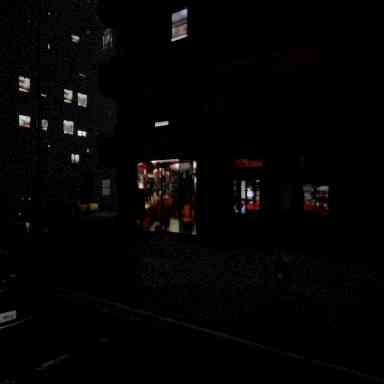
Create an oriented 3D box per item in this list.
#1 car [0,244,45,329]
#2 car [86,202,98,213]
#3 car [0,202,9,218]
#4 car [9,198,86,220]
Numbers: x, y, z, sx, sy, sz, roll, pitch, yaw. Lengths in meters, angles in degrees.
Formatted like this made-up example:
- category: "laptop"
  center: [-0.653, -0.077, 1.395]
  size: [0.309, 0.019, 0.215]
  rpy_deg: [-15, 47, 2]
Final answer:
- category: "car"
  center: [-4.426, 1.556, 6.033]
  size: [4.403, 1.369, 2.008]
  rpy_deg: [0, 0, 36]
- category: "car"
  center: [-10.894, 1.268, 30.470]
  size: [1.752, 1.417, 4.829]
  rpy_deg: [1, 1, 35]
- category: "car"
  center: [-13.985, 1.369, 26.046]
  size: [2.008, 1.369, 4.403]
  rpy_deg: [1, 1, 35]
- category: "car"
  center: [-11.035, 1.300, 25.815]
  size: [1.837, 1.490, 4.892]
  rpy_deg: [0, 1, 33]
